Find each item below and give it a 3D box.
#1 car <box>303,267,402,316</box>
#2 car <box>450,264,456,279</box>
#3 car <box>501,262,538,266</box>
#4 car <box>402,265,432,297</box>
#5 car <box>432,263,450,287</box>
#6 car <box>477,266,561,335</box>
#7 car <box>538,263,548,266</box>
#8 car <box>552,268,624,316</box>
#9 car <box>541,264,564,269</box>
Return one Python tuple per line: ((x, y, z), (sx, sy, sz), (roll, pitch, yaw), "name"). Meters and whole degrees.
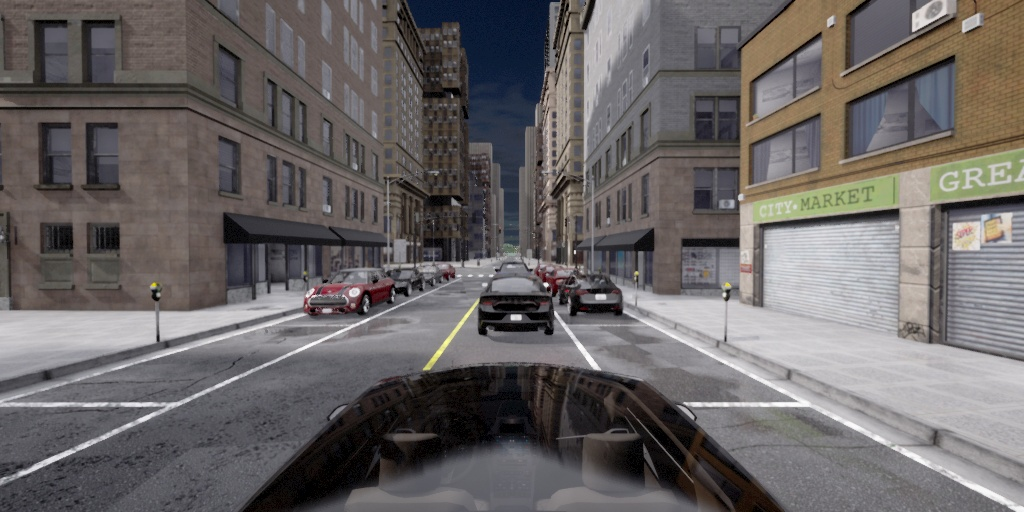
((-5.763, 1.181, 13.171), (1.967, 1.591, 4.097), (0, 0, 0), "car")
((-5.761, 1.278, 29.687), (1.888, 1.381, 4.507), (0, 0, 0), "car")
((0.104, 1.090, 19.721), (2.097, 1.767, 4.553), (0, 0, 0), "car")
((-5.762, 1.304, 18.676), (1.948, 1.339, 4.313), (0, 0, 0), "car")
((-5.762, 1.286, 24.181), (2.007, 1.370, 4.403), (0, 0, 0), "car")
((0.099, 1.221, 10.498), (1.882, 1.535, 5.008), (0, 0, 0), "car")
((2.764, 1.281, 24.180), (1.888, 1.381, 4.507), (0, 0, 0), "car")
((2.763, 1.308, 13.170), (1.948, 1.339, 4.313), (0, 0, 0), "car")
((2.763, 1.284, 18.674), (1.888, 1.381, 4.507), (0, 0, 0), "car")
